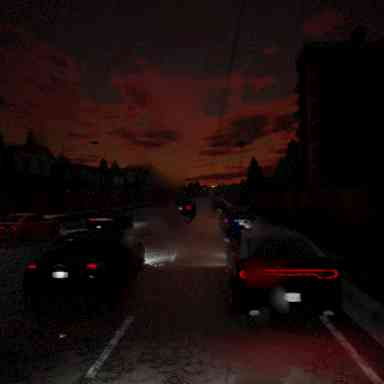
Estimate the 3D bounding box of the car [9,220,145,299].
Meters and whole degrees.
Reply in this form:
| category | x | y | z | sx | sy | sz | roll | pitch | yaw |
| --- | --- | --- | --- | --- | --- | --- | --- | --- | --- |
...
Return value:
| category | x | y | z | sx | sy | sz | roll | pitch | yaw |
| --- | --- | --- | --- | --- | --- | --- | --- | --- | --- |
| car | -2.598 | 1.718 | 8.952 | 1.994 | 1.385 | 4.181 | -1 | -1 | 4 |

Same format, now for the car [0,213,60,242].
| category | x | y | z | sx | sy | sz | roll | pitch | yaw |
| --- | --- | --- | --- | --- | --- | --- | --- | --- | --- |
| car | -8.941 | 1.863 | 17.856 | 1.882 | 1.535 | 5.008 | -1 | -1 | 4 |

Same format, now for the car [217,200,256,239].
| category | x | y | z | sx | sy | sz | roll | pitch | yaw |
| --- | --- | --- | --- | --- | --- | --- | --- | --- | --- |
| car | 2.518 | 1.489 | 17.640 | 2.097 | 1.767 | 4.553 | -1 | -1 | 4 |

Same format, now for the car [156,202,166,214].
| category | x | y | z | sx | sy | sz | roll | pitch | yaw |
| --- | --- | --- | --- | --- | --- | --- | --- | --- | --- |
| car | -3.473 | 2.024 | 43.625 | 1.882 | 1.535 | 5.008 | -1 | -1 | 4 |

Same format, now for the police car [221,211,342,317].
| category | x | y | z | sx | sy | sz | roll | pitch | yaw |
| --- | --- | --- | --- | --- | --- | --- | --- | --- | --- |
| police car | 1.773 | 1.473 | 7.808 | 1.930 | 1.638 | 5.238 | -1 | -1 | 4 |

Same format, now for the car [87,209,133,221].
| category | x | y | z | sx | sy | sz | roll | pitch | yaw |
| --- | --- | --- | --- | --- | --- | --- | --- | --- | --- |
| car | -5.157 | 1.834 | 21.487 | 2.128 | 1.511 | 4.902 | -1 | -1 | 4 |

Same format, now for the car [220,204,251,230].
| category | x | y | z | sx | sy | sz | roll | pitch | yaw |
| --- | --- | --- | --- | --- | --- | --- | --- | --- | --- |
| car | 2.979 | 1.671 | 23.651 | 1.882 | 1.535 | 5.008 | -1 | -1 | 4 |

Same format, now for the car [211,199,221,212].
| category | x | y | z | sx | sy | sz | roll | pitch | yaw |
| --- | --- | --- | --- | --- | --- | --- | --- | --- | --- |
| car | 3.688 | 1.931 | 46.580 | 1.837 | 1.490 | 4.892 | -1 | 0 | 5 |

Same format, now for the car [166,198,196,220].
| category | x | y | z | sx | sy | sz | roll | pitch | yaw |
| --- | --- | --- | --- | --- | --- | --- | --- | --- | --- |
| car | -0.823 | 1.592 | 32.404 | 2.150 | 2.045 | 5.566 | -1 | 0 | 4 |

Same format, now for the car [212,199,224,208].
| category | x | y | z | sx | sy | sz | roll | pitch | yaw |
| --- | --- | --- | --- | --- | --- | --- | --- | --- | --- |
| car | 4.664 | 2.037 | 59.661 | 2.128 | 1.511 | 4.902 | -1 | -1 | 4 |
